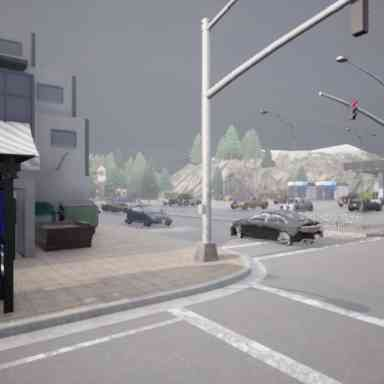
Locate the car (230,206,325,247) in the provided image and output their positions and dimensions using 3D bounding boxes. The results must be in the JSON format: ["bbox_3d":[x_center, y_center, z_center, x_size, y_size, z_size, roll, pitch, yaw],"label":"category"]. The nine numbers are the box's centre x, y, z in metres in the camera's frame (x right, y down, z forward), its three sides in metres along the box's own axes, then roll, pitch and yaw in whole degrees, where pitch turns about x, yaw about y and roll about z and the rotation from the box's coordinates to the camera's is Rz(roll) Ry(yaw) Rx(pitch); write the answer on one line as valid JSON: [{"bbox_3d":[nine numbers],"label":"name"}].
[{"bbox_3d":[3.957,1.698,16.259,2.128,1.511,4.902,-3,1,-36],"label":"car"}]

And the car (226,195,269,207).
[{"bbox_3d":[7.019,1.316,40.227,5.027,1.636,2.152,0,0,-36],"label":"car"}]

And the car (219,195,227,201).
[{"bbox_3d":[9.772,1.467,80.593,5.027,1.636,2.152,0,0,-36],"label":"car"}]

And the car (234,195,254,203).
[{"bbox_3d":[10.462,1.464,66.495,3.633,1.501,1.845,0,0,-36],"label":"car"}]

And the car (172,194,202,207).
[{"bbox_3d":[-0.454,1.240,50.613,3.866,1.878,1.905,0,0,-36],"label":"car"}]

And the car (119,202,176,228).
[{"bbox_3d":[-3.261,1.691,24.131,1.812,1.442,4.674,0,0,-36],"label":"car"}]

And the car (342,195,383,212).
[{"bbox_3d":[18.891,1.453,36.352,4.514,1.523,2.007,0,0,-36],"label":"car"}]

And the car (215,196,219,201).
[{"bbox_3d":[7.897,1.477,83.109,4.514,1.523,2.007,0,0,-36],"label":"car"}]

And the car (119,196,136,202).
[{"bbox_3d":[-13.229,1.537,67.895,3.633,1.501,1.845,0,0,-36],"label":"car"}]

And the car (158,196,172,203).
[{"bbox_3d":[-2.486,1.260,52.730,4.605,1.855,1.932,0,0,-36],"label":"car"}]

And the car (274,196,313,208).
[{"bbox_3d":[11.030,1.395,35.207,3.806,1.475,1.970,0,0,-36],"label":"car"}]

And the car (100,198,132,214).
[{"bbox_3d":[-9.085,1.717,38.377,1.837,1.490,4.892,0,0,-36],"label":"car"}]

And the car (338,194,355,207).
[{"bbox_3d":[22.962,1.243,47.833,4.605,1.855,1.932,0,0,-36],"label":"car"}]

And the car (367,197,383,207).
[{"bbox_3d":[29.823,1.498,52.816,3.806,1.475,1.970,0,0,-36],"label":"car"}]

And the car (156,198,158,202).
[{"bbox_3d":[-5.465,1.540,69.810,3.806,1.475,1.970,0,0,-36],"label":"car"}]
